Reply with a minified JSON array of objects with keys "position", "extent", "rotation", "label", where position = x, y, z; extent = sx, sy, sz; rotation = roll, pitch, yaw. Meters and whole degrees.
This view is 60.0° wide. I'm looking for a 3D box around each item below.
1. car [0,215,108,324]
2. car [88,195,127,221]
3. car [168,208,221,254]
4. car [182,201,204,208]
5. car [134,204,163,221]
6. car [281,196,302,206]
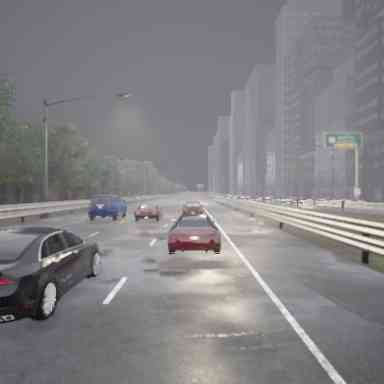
[{"position":[-3.417,1.514,7.268],"extent":[1.837,1.490,4.892],"rotation":[0,0,0],"label":"car"},{"position":[-6.912,1.255,27.740],"extent":[2.150,2.045,5.566],"rotation":[0,0,0],"label":"car"},{"position":[0.092,1.579,13.631],"extent":[1.994,1.385,4.181],"rotation":[0,0,0],"label":"car"},{"position":[0.087,1.562,29.607],"extent":[1.812,1.442,4.674],"rotation":[0,0,0],"label":"car"},{"position":[-3.413,1.634,27.134],"extent":[1.895,1.301,4.718],"rotation":[0,0,0],"label":"car"},{"position":[17.994,1.591,60.677],"extent":[2.097,1.767,4.553],"rotation":[0,0,-18],"label":"car"}]
